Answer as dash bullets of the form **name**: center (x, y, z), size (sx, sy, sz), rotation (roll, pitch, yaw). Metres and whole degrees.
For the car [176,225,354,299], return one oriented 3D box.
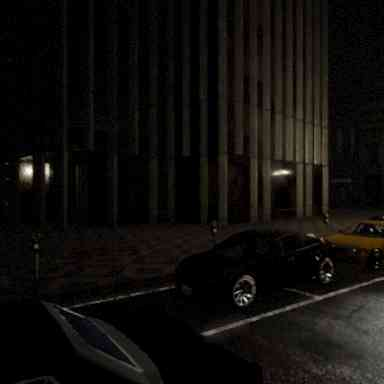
- **car**: center (1.672, 1.562, 7.845), size (4.313, 1.339, 1.947), rotation (0, 0, -36)

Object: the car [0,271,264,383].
- **car**: center (-1.814, 1.601, 2.075), size (4.718, 1.301, 1.895), rotation (0, 0, -35)

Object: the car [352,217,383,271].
- **car**: center (5.940, 1.518, 10.891), size (4.829, 1.417, 1.752), rotation (0, 0, -36)
